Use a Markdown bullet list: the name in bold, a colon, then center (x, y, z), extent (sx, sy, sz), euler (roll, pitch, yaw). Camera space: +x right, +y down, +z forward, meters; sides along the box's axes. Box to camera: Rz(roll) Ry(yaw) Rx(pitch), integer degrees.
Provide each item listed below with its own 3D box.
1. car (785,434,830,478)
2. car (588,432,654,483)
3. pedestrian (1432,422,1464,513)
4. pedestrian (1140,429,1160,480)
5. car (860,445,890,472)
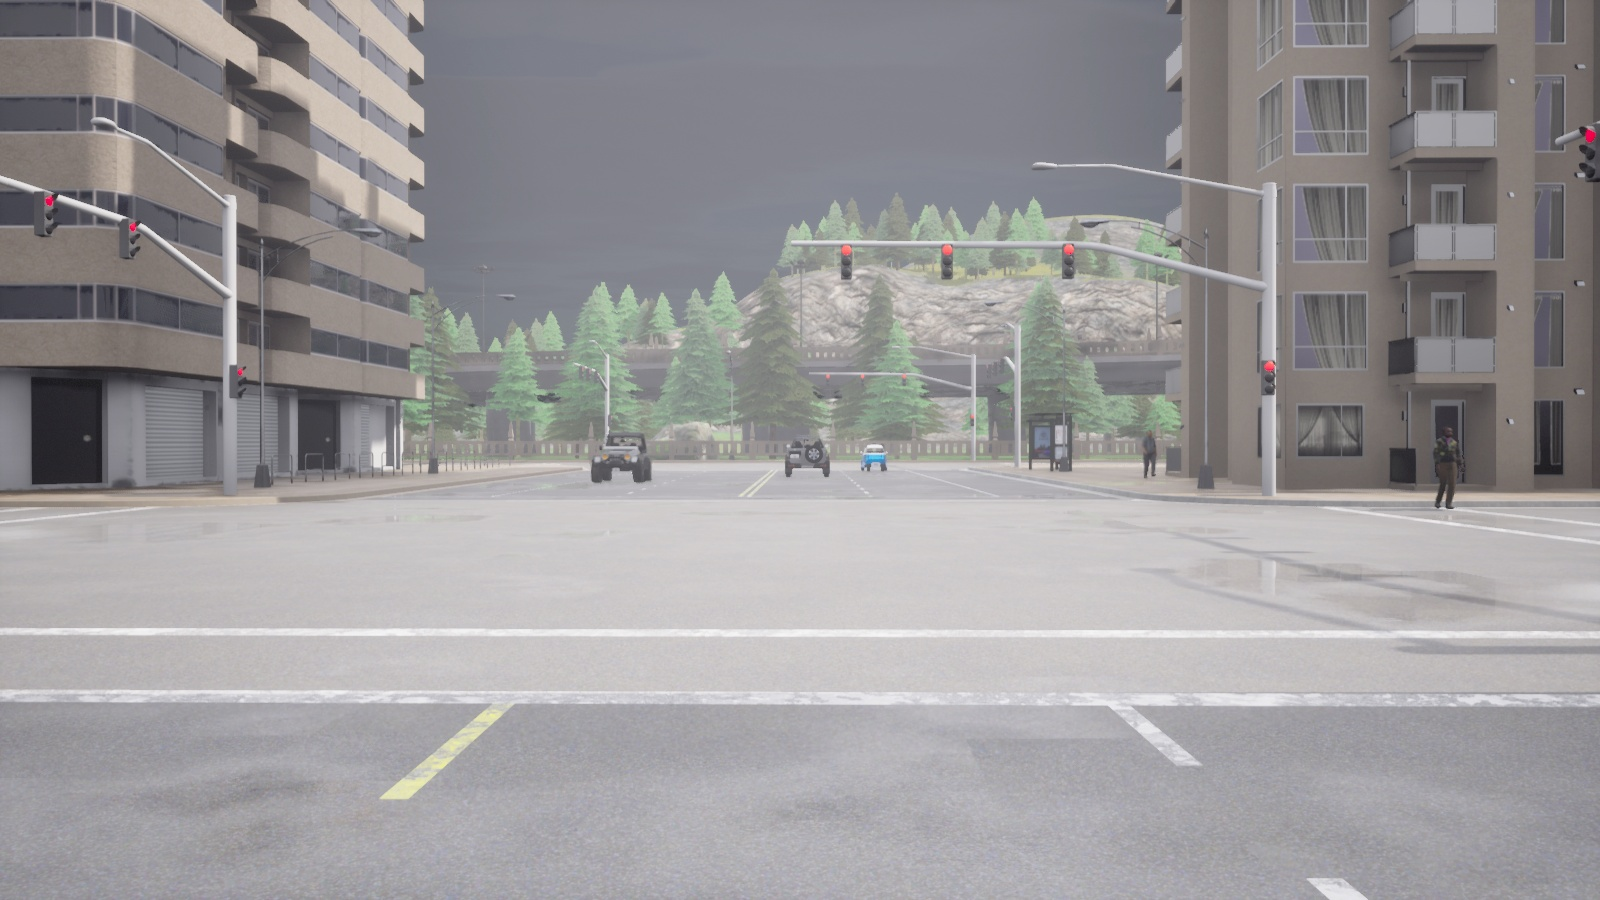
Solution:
- **car**: center (0.327, 0.240, 55.476), extent (1.932, 1.855, 4.605), euler (0, 0, 0)
- **car**: center (-6.718, 0.260, 47.474), extent (1.905, 1.878, 3.866), euler (0, 0, 0)
- **pedestrian**: center (14.001, 0.368, 27.147), extent (0.395, 1.930, 0.692), euler (0, 0, 8)
- **pedestrian**: center (12.765, 0.148, 45.779), extent (0.540, 1.848, 0.694), euler (0, 0, -1)
- **car**: center (3.885, 0.424, 65.278), extent (1.481, 1.376, 2.207), euler (0, 1, 1)
